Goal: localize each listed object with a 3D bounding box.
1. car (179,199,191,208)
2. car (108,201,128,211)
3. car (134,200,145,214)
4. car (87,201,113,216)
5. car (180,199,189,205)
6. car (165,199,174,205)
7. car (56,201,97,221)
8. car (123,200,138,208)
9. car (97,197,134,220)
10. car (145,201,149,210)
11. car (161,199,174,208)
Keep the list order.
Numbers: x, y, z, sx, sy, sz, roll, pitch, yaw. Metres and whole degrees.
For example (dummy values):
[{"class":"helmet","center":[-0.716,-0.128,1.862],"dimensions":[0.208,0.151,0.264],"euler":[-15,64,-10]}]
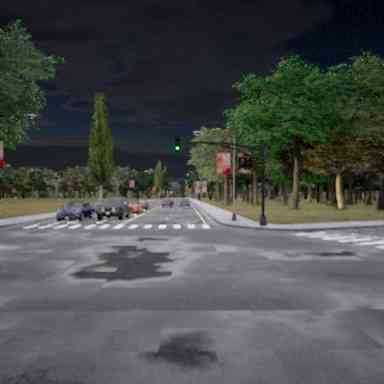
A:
[{"class":"car","center":[-1.326,2.075,61.370],"dimensions":[2.128,1.511,4.902],"euler":[0,-1,-1]},{"class":"car","center":[-10.878,2.054,49.059],"dimensions":[1.895,1.301,4.718],"euler":[0,-1,-1]},{"class":"car","center":[-7.449,1.727,40.864],"dimensions":[2.097,1.767,4.553],"euler":[0,-1,-1]},{"class":"car","center":[-10.665,1.861,38.970],"dimensions":[1.837,1.490,4.892],"euler":[0,-1,-1]},{"class":"car","center":[-1.553,2.123,71.815],"dimensions":[1.895,1.301,4.718],"euler":[0,-1,-1]},{"class":"car","center":[-4.802,2.121,71.745],"dimensions":[1.895,1.301,4.718],"euler":[0,-1,-1]},{"class":"car","center":[-10.472,1.625,30.019],"dimensions":[2.097,1.767,4.553],"euler":[0,-1,-1]},{"class":"car","center":[-11.105,2.131,60.226],"dimensions":[1.994,1.385,4.181],"euler":[0,-1,-1]},{"class":"car","center":[-7.244,1.506,31.194],"dimensions":[2.150,2.045,5.566],"euler":[0,-1,-1]},{"class":"car","center":[-7.653,1.998,50.889],"dimensions":[1.812,1.442,4.674],"euler":[0,-1,-1]},{"class":"car","center":[-4.575,2.072,61.300],"dimensions":[2.128,1.511,4.902],"euler":[0,-1,-1]}]
